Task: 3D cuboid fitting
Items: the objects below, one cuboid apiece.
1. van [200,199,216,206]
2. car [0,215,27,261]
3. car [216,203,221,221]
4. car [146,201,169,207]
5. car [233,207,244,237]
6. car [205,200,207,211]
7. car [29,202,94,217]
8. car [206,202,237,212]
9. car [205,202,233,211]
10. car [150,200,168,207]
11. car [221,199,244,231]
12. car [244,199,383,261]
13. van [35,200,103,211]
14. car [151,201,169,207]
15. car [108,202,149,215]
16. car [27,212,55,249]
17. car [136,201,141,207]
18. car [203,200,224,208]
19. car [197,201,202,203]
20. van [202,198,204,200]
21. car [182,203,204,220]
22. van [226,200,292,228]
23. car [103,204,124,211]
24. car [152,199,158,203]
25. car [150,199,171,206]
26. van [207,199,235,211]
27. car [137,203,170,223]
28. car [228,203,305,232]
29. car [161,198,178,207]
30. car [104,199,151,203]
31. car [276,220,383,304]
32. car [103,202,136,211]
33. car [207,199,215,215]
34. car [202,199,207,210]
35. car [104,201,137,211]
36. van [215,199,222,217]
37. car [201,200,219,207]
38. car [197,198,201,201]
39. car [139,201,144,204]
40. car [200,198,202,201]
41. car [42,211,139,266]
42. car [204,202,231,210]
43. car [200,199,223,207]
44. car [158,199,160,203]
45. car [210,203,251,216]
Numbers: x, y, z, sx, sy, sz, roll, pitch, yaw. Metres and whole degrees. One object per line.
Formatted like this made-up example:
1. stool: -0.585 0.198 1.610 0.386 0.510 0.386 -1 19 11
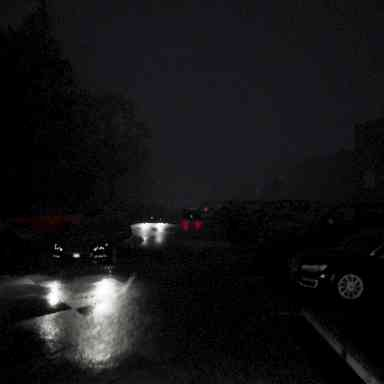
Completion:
1. van: 4.463 2.940 91.834 4.442 1.987 1.878 0 -1 0
2. car: -8.342 1.593 10.555 5.008 1.535 2.097 0 -1 0
3. car: 4.730 1.865 27.371 4.892 1.521 2.231 0 -1 0
4. car: -8.288 2.919 80.192 5.366 1.575 1.946 0 -1 0
5. car: 4.734 1.673 16.158 4.892 1.521 2.231 0 -1 0
6. car: 4.687 2.224 46.990 5.008 1.535 2.097 0 -1 0
7. car: -8.311 1.592 18.912 4.553 1.767 2.185 0 -1 0
8. car: 4.640 2.370 52.592 4.792 1.488 2.163 0 -1 0
9. car: 4.685 2.488 58.197 4.792 1.488 2.163 0 -1 0
10. car: -8.517 2.914 85.743 4.553 1.767 2.185 0 -1 0
11. car: 4.709 1.467 18.967 5.566 2.045 2.435 0 -1 0
12. car: 4.714 1.341 10.558 5.566 2.045 2.435 0 -1 0
13. van: -8.462 1.538 21.693 4.442 1.987 1.878 0 -1 0
14. car: -8.463 3.127 88.516 4.792 1.488 2.163 0 -1 0
15. car: -8.386 2.167 43.969 5.008 1.535 2.097 0 -1 0
16. car: -8.340 1.672 13.341 4.674 1.452 2.002 0 -1 0
17. car: -8.343 2.042 35.615 4.792 1.488 2.163 0 -1 0
18. car: 4.656 2.628 72.214 4.553 1.767 2.185 0 -1 0
19. car: -0.048 2.271 45.850 2.033 1.411 5.357 0 -1 0
20. van: 4.754 2.410 66.611 4.442 1.987 1.878 0 -1 0
21. car: -0.034 2.107 34.203 1.895 1.301 4.718 0 -1 0
22. van: 4.846 1.588 24.571 4.442 1.987 1.878 0 -1 0
23. car: -8.353 1.903 27.260 4.674 1.452 2.002 0 -1 0
24. car: -8.375 2.027 49.542 5.566 2.045 2.435 0 -1 0
25. car: -8.527 2.905 91.297 5.566 2.045 2.435 0 -1 0
26. van: 4.779 2.174 55.400 4.442 1.987 1.878 0 -1 0
27. car: -3.348 1.992 29.792 1.994 1.385 4.181 0 -1 0
28. car: 4.765 1.639 21.766 4.553 1.767 2.185 0 -1 0
29. car: -3.326 1.829 52.444 2.097 1.767 4.553 0 -1 0
30. car: -8.357 1.862 41.188 5.566 2.045 2.435 0 -1 0
31. car: 4.750 1.559 7.754 4.892 1.521 2.231 0 -1 0
32. car: -8.175 1.910 30.046 5.366 1.575 1.946 0 -1 0
33. car: 4.678 1.762 35.784 5.566 2.045 2.435 0 -1 0
34. car: 4.490 2.279 49.789 5.366 1.575 1.946 0 -1 0
35. car: -8.361 1.963 32.831 5.008 1.535 2.097 0 -1 0
36. van: 4.603 1.688 30.177 4.442 1.987 1.878 0 -1 0
37. car: 4.562 2.922 86.227 4.553 1.767 2.185 0 -1 0
38. car: 4.640 2.620 77.822 5.566 2.045 2.435 0 -1 0
39. car: -8.407 2.091 38.400 4.792 1.488 2.163 0 -1 0
40. car: 4.600 2.569 69.411 4.553 1.767 2.185 0 -1 0
41. car: -3.352 1.640 12.084 1.837 1.490 4.892 0 -1 0
42. car: 4.679 2.547 61.000 4.792 1.488 2.163 0 -1 0
43. car: 4.634 2.679 80.624 5.566 2.045 2.435 0 -1 0
44. car: -8.382 2.083 52.203 5.566 2.045 2.435 0 -1 0
45. car: 4.723 2.145 41.383 4.792 1.488 2.163 0 -1 0
